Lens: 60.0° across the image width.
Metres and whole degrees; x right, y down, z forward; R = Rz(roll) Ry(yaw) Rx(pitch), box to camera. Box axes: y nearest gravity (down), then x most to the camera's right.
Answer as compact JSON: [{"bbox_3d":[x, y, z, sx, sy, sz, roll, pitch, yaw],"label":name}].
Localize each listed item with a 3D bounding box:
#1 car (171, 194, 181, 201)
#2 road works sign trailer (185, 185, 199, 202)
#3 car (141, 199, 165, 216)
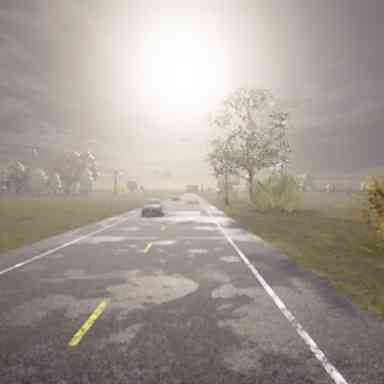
[{"bbox_3d":[-3.510,1.171,73.618,2.097,1.767,4.553,0,0,0],"label":"car"},{"bbox_3d":[-0.009,0.294,68.286,2.380,3.560,2.880,0,0,0],"label":"road works sign trailer"},{"bbox_3d":[-3.599,1.415,31.100,1.837,1.490,4.892,0,0,0],"label":"car"}]
